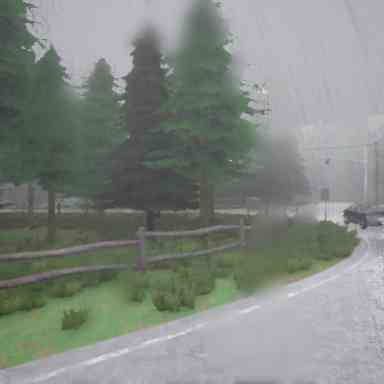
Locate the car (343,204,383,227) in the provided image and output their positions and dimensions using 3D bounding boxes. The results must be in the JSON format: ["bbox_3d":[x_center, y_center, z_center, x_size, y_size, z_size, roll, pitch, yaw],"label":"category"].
[{"bbox_3d":[11.312,1.522,21.454,2.128,1.511,4.902,0,0,7],"label":"car"}]
